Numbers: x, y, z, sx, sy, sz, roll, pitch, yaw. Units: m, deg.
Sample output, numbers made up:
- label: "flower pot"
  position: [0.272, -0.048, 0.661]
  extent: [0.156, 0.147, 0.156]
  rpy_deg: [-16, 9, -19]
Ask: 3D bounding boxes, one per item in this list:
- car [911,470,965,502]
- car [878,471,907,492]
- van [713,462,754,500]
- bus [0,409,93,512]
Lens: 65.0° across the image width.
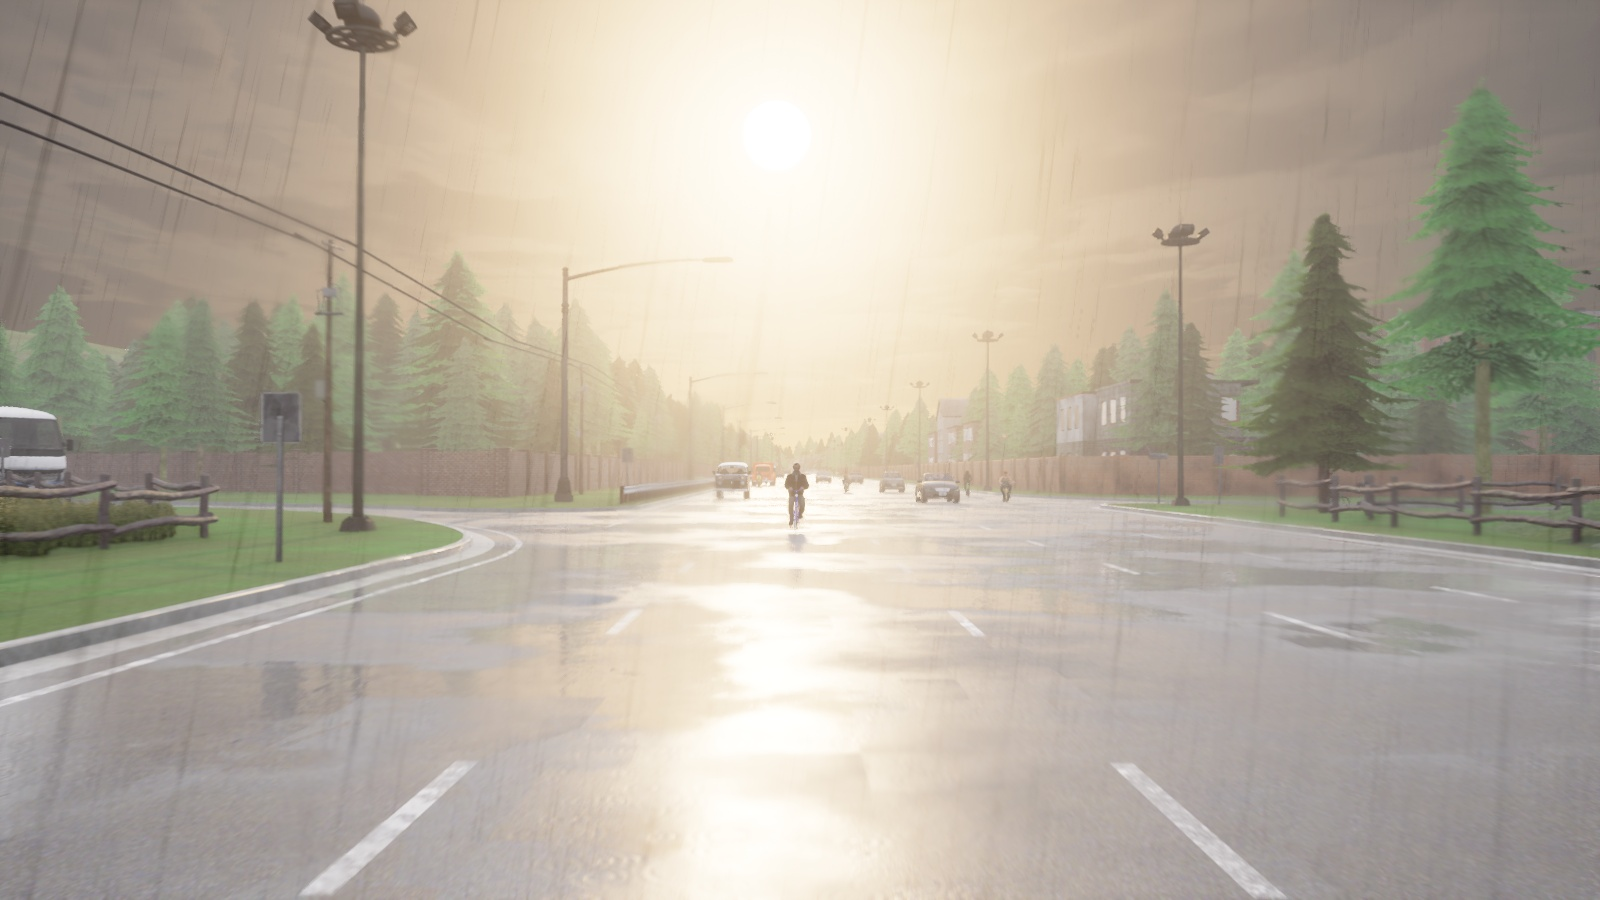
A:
- label: "car"
  position: [6.838, 1.783, 62.519]
  extent: [2.128, 1.511, 4.902]
  rpy_deg: [0, -1, 0]
- label: "car"
  position: [6.762, 2.295, 92.067]
  extent: [1.789, 1.549, 3.705]
  rpy_deg: [0, -1, 0]
- label: "van"
  position: [-3.682, 1.714, 69.922]
  extent: [2.069, 2.038, 4.480]
  rpy_deg: [0, -1, 0]
- label: "bus"
  position: [-36.755, 0.514, 55.882]
  extent: [10.273, 4.253, 3.944]
  rpy_deg: [-1, -1, 25]
